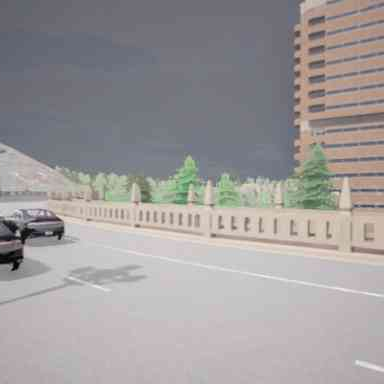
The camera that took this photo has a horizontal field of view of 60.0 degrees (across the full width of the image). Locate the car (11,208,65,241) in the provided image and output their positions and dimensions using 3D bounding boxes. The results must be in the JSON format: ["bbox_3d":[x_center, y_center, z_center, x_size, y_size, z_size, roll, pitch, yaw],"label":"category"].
[{"bbox_3d":[-7.761,1.529,15.860,2.128,1.511,4.902,0,0,-44],"label":"car"}]

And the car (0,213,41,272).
[{"bbox_3d":[-6.671,1.511,9.863,4.902,1.511,2.128,0,0,43],"label":"car"}]
